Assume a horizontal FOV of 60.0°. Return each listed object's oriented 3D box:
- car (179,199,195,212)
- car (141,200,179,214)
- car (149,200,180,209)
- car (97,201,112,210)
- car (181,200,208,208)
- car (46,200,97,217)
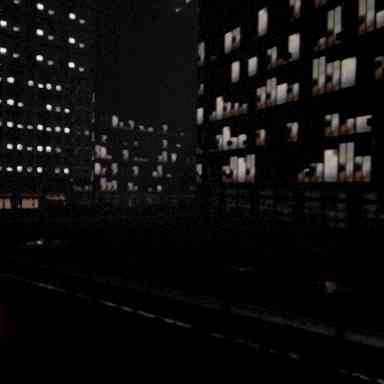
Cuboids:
[{"bbox_3d":[0.168,1.929,47.326,5.009,1.841,2.192,0,1,-34],"label":"car"},{"bbox_3d":[-4.514,2.124,44.127,4.507,1.381,1.887,0,1,-34],"label":"car"},{"bbox_3d":[-4.426,1.973,53.735,4.829,1.417,1.752,0,1,-34],"label":"car"},{"bbox_3d":[-13.642,1.929,47.427,4.403,1.369,2.008,0,1,-34],"label":"car"},{"bbox_3d":[0.392,2.050,57.035,4.313,1.339,1.947,0,1,-34],"label":"car"},{"bbox_3d":[-13.865,1.824,37.720,5.009,1.841,2.192,0,1,-34],"label":"car"}]
